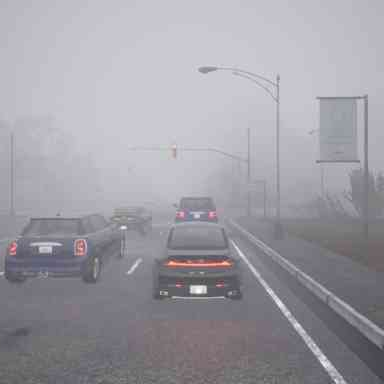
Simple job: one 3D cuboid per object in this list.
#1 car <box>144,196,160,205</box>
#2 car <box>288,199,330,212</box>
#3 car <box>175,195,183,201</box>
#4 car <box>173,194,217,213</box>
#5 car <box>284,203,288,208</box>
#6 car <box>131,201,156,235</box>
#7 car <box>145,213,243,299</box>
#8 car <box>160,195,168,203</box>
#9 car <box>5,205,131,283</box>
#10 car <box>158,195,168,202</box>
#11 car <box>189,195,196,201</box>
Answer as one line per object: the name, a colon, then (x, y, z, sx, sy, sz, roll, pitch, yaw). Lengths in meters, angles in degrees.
car: (-6.964, 1.526, 55.740, 1.812, 1.442, 4.674, 0, 0, 0)
car: (14.136, 1.505, 38.667, 4.892, 1.490, 1.837, 0, 0, 3)
car: (-3.312, 1.471, 85.958, 1.882, 1.535, 5.008, 0, 0, 0)
car: (0.163, 1.221, 18.248, 2.150, 2.045, 5.566, 0, 0, -2)
car: (14.545, 1.547, 42.150, 5.357, 1.411, 2.033, 0, 0, 3)
car: (-3.360, 1.505, 18.774, 1.837, 1.490, 4.892, 0, 0, 0)
car: (0.118, 1.505, 8.400, 1.837, 1.490, 4.892, 0, 0, 0)
car: (-6.849, 1.547, 69.281, 2.033, 1.411, 5.357, 0, 0, 0)
car: (-3.379, 1.352, 9.815, 2.097, 1.767, 4.553, 0, 0, 0)
car: (-6.827, 1.478, 79.495, 1.882, 1.535, 5.008, 0, 0, 0)
car: (0.187, 1.471, 85.950, 1.882, 1.535, 5.008, 0, 0, 0)
